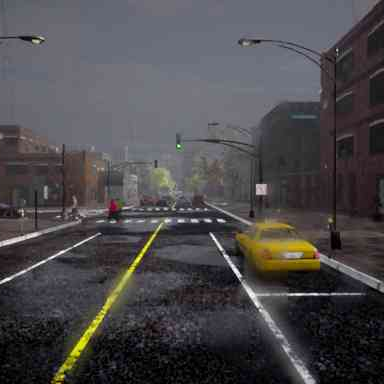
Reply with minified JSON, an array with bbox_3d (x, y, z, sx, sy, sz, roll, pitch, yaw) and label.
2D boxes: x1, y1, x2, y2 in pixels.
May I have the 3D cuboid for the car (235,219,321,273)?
[{"bbox_3d":[2.412,1.525,10.491,1.752,1.417,4.829,-1,0,-2],"label":"car"}]

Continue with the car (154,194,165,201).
[{"bbox_3d":[-7.891,1.309,81.382,2.192,1.841,5.009,-1,0,-2],"label":"car"}]

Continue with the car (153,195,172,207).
[{"bbox_3d":[-4.474,1.562,51.196,1.994,1.385,4.181,0,0,-2],"label":"car"}]

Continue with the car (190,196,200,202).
[{"bbox_3d":[0.639,1.546,76.067,2.008,1.369,4.403,-1,0,-2],"label":"car"}]

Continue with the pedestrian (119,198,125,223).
[{"bbox_3d":[-5.441,1.313,24.786,0.375,1.860,0.375,-1,1,-2],"label":"pedestrian"}]

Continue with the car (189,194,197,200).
[{"bbox_3d":[0.188,1.433,92.693,1.967,1.590,4.097,-1,0,-2],"label":"car"}]

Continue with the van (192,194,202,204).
[{"bbox_3d":[0.937,1.337,64.983,1.690,1.788,3.998,-1,0,-2],"label":"van"}]

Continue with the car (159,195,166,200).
[{"bbox_3d":[-8.188,1.537,92.466,1.887,1.381,4.507,-1,0,-2],"label":"car"}]

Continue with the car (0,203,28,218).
[{"bbox_3d":[-19.058,1.798,32.363,5.357,1.411,2.033,-1,1,-2],"label":"car"}]

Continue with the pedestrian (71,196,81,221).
[{"bbox_3d":[-8.481,1.141,24.105,0.375,1.860,0.375,-1,1,-2],"label":"pedestrian"}]

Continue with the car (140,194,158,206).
[{"bbox_3d":[-7.141,1.312,53.672,2.192,1.841,5.009,-1,0,-2],"label":"car"}]

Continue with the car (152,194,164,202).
[{"bbox_3d":[-7.742,1.310,75.840,2.192,1.841,5.009,-1,0,-2],"label":"car"}]

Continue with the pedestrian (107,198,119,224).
[{"bbox_3d":[-5.547,1.293,23.443,0.375,1.860,0.375,-1,1,-2],"label":"pedestrian"}]

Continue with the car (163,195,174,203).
[{"bbox_3d":[-4.920,1.521,71.122,2.128,1.511,4.902,0,0,-2],"label":"car"}]

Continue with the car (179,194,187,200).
[{"bbox_3d":[-2.433,1.368,90.217,1.882,1.535,5.008,0,0,-2],"label":"car"}]

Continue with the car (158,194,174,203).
[{"bbox_3d":[-4.712,1.474,60.993,1.882,1.535,5.008,0,0,-1],"label":"car"}]

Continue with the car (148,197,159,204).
[{"bbox_3d":[-7.439,1.578,64.756,1.802,1.307,4.206,-1,0,-2],"label":"car"}]

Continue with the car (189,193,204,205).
[{"bbox_3d":[1.086,1.312,59.441,2.192,1.841,5.009,-1,0,-2],"label":"car"}]

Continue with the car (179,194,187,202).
[{"bbox_3d":[-2.153,1.516,79.805,2.128,1.511,4.902,0,0,-2],"label":"car"}]

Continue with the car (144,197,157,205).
[{"bbox_3d":[-7.290,1.541,59.214,1.887,1.381,4.507,-1,0,-2],"label":"car"}]
